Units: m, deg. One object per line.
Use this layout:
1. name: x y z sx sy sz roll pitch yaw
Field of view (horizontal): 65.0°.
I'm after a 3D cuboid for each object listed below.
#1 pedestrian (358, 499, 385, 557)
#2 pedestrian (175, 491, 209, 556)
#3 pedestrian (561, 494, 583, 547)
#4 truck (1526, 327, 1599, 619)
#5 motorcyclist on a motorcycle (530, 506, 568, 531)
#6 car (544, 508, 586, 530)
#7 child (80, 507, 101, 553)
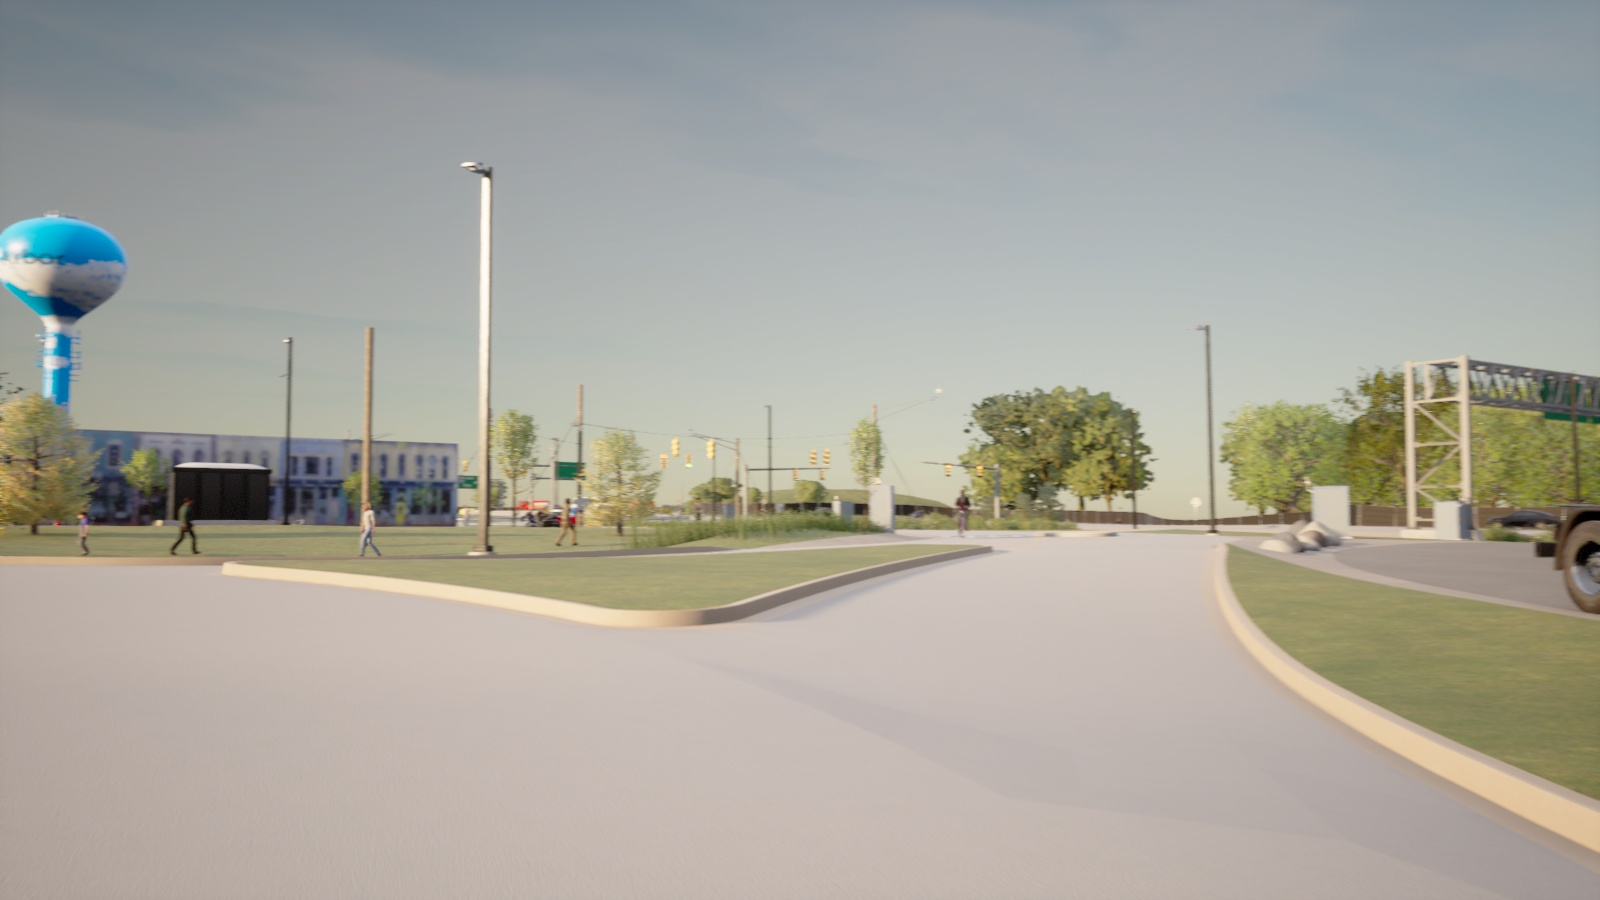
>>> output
1. pedestrian: -13.758 2.496 40.304 0.706 1.836 0.354 3 -5 -37
2. pedestrian: -18.445 2.234 38.079 0.788 1.949 0.423 3 -5 -41
3. pedestrian: -8.321 2.583 45.814 0.692 1.930 0.396 2 -5 -33
4. truck: 10.955 0.238 12.405 2.891 3.462 7.936 2 -2 0
5. motorcyclist on a motorcycle: -15.822 4.321 79.122 2.191 1.530 0.866 0 -4 -21
6. car: -15.218 4.464 81.301 1.481 1.376 2.207 -4 -4 39
7. child: -19.878 2.244 35.181 0.437 1.263 0.270 3 -5 -40
